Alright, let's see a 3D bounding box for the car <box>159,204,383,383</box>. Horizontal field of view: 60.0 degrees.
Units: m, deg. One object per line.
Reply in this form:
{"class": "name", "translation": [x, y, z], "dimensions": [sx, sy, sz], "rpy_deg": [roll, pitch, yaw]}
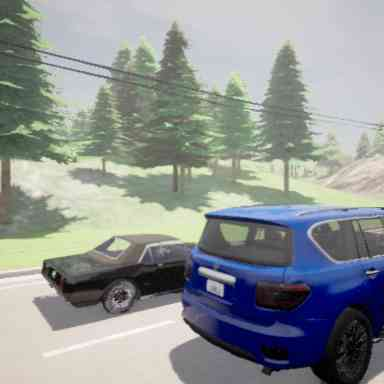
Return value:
{"class": "car", "translation": [2.463, 1.220, 5.515], "dimensions": [5.566, 2.045, 2.150], "rpy_deg": [0, 0, -35]}

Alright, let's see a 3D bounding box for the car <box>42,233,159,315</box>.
{"class": "car", "translation": [-0.705, 1.598, 7.561], "dimensions": [4.718, 1.301, 1.895], "rpy_deg": [0, 0, -35]}
